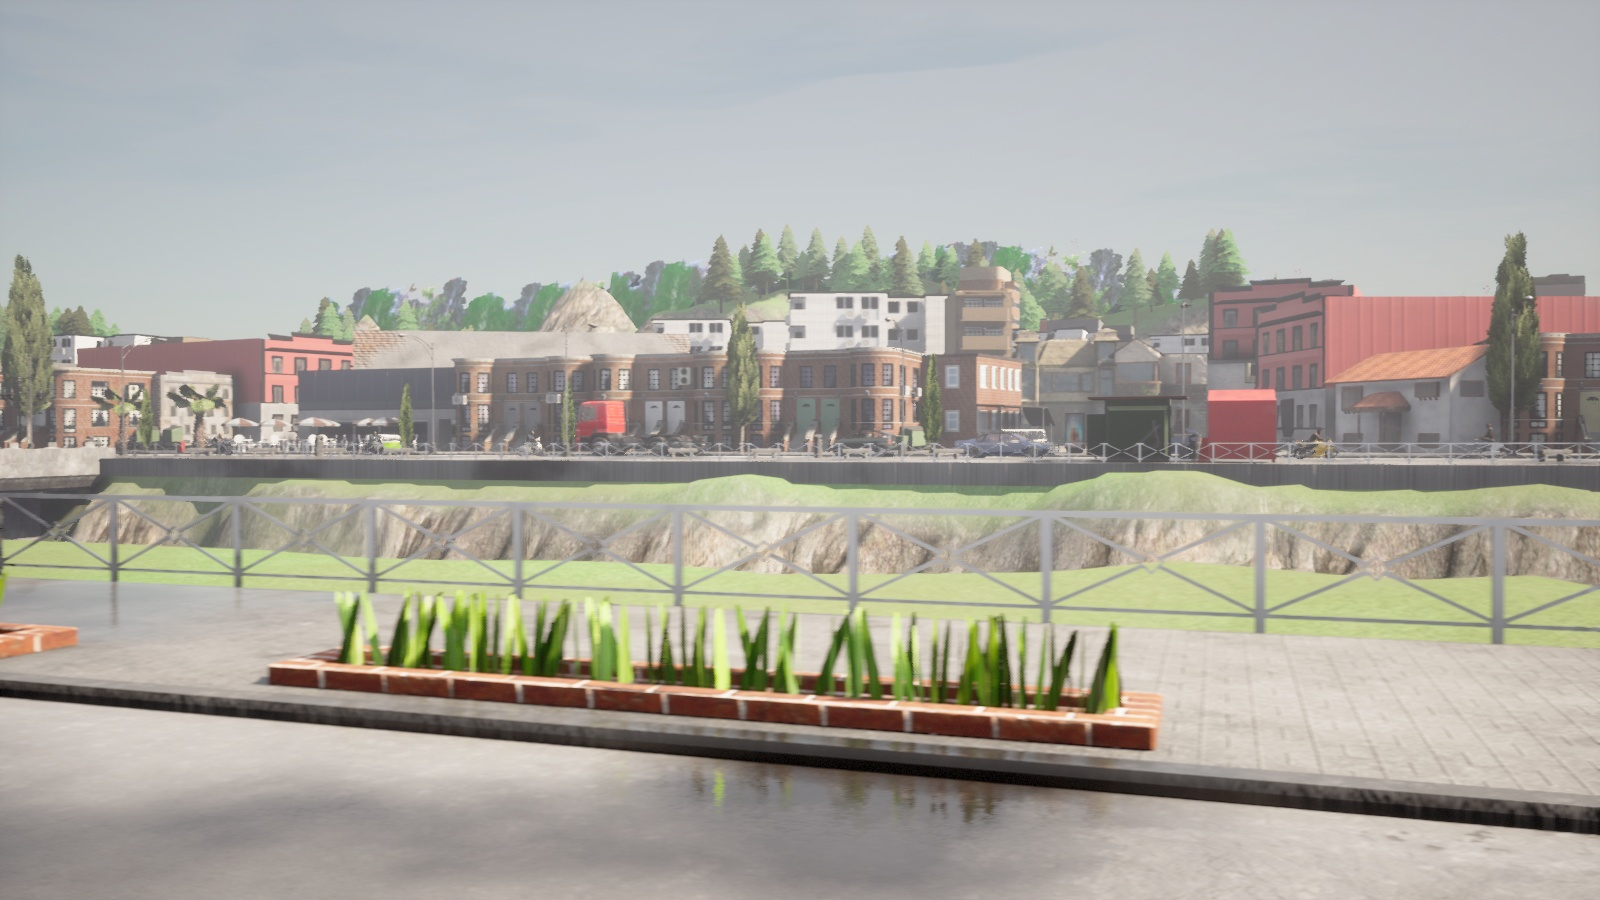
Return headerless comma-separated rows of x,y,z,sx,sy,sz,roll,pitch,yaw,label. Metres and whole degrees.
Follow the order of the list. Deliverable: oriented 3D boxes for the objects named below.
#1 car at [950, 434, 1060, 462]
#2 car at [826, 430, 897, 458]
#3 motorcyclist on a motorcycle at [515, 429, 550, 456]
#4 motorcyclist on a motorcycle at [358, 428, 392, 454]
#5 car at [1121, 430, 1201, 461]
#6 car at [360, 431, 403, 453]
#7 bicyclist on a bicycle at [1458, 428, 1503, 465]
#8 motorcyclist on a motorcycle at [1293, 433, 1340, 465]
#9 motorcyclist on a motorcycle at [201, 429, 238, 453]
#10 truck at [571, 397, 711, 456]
10.643,-0.131,65.235,5.357,1.411,2.033,1,1,19,car
3.517,-0.332,71.847,3.705,1.549,1.789,1,1,19,car
-15.789,-0.466,74.117,1.817,1.590,0.866,1,1,19,motorcyclist on a motorcycle
-26.259,-0.562,77.636,1.817,1.590,0.866,1,1,19,motorcyclist on a motorcycle
19.169,-0.269,66.585,3.988,1.617,1.851,1,1,19,car
-27.391,-0.539,82.236,2.207,1.376,1.481,1,1,19,car
33.483,-0.166,61.774,1.843,1.776,0.659,1,1,19,bicyclist on a bicycle
24.860,-0.066,60.455,2.044,1.523,0.797,1,1,19,motorcyclist on a motorcycle
-37.658,-0.585,81.468,2.191,1.530,0.866,1,1,19,motorcyclist on a motorcycle
-9.650,-1.413,76.259,7.936,3.462,2.891,1,1,19,truck
